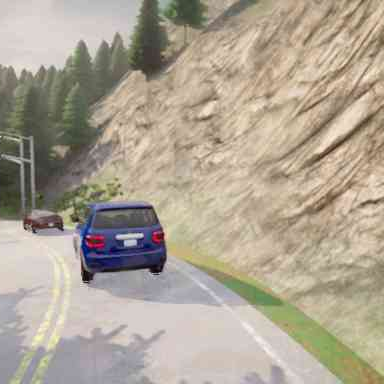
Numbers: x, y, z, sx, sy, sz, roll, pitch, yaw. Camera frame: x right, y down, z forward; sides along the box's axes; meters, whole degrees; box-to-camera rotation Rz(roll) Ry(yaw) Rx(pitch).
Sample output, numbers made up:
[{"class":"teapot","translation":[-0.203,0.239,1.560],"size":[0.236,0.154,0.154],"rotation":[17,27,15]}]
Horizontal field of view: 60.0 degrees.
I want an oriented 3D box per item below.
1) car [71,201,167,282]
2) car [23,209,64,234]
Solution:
[{"class":"car","translation":[-2.450,1.301,10.412],"size":[2.150,2.045,5.566],"rotation":[-2,1,-21]},{"class":"car","translation":[-9.826,1.837,21.865],"size":[1.812,1.442,4.674],"rotation":[-3,0,-36]}]
